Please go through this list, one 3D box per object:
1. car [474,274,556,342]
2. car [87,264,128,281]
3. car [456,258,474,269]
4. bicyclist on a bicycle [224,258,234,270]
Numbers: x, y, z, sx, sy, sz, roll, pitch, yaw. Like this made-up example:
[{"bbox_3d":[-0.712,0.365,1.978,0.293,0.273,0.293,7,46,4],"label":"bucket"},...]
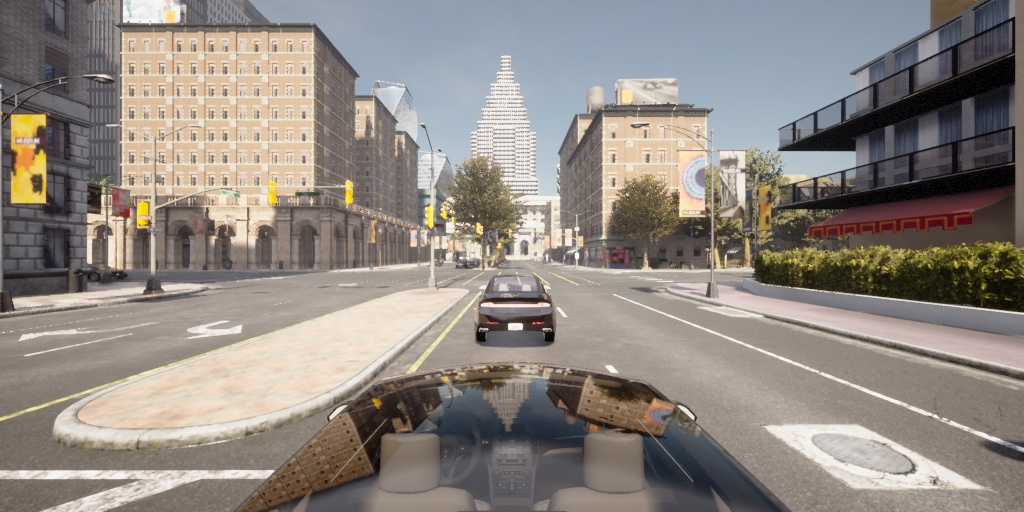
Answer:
[{"bbox_3d":[0.082,1.242,9.797,2.128,1.511,4.902,0,0,0],"label":"car"},{"bbox_3d":[-34.159,1.314,29.252,4.181,1.385,1.994,0,0,0],"label":"car"},{"bbox_3d":[-8.002,1.241,58.545,2.128,1.511,4.902,0,0,0],"label":"car"},{"bbox_3d":[-37.237,1.050,47.206,0.582,1.620,1.656,0,0,0],"label":"bicyclist on a bicycle"}]
